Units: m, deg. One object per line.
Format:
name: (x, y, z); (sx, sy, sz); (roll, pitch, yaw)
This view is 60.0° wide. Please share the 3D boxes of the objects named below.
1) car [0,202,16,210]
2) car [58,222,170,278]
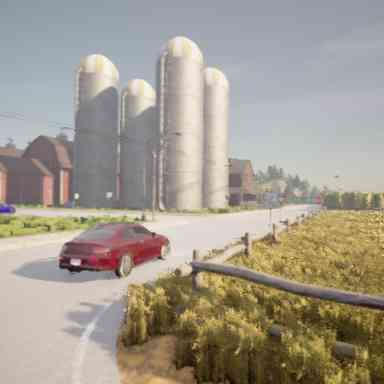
car: (-24.218, 1.934, 41.093); (2.242, 1.667, 4.611); (0, -1, 24)
car: (-2.285, 1.706, 10.834); (1.812, 1.442, 4.674); (0, -1, 19)
